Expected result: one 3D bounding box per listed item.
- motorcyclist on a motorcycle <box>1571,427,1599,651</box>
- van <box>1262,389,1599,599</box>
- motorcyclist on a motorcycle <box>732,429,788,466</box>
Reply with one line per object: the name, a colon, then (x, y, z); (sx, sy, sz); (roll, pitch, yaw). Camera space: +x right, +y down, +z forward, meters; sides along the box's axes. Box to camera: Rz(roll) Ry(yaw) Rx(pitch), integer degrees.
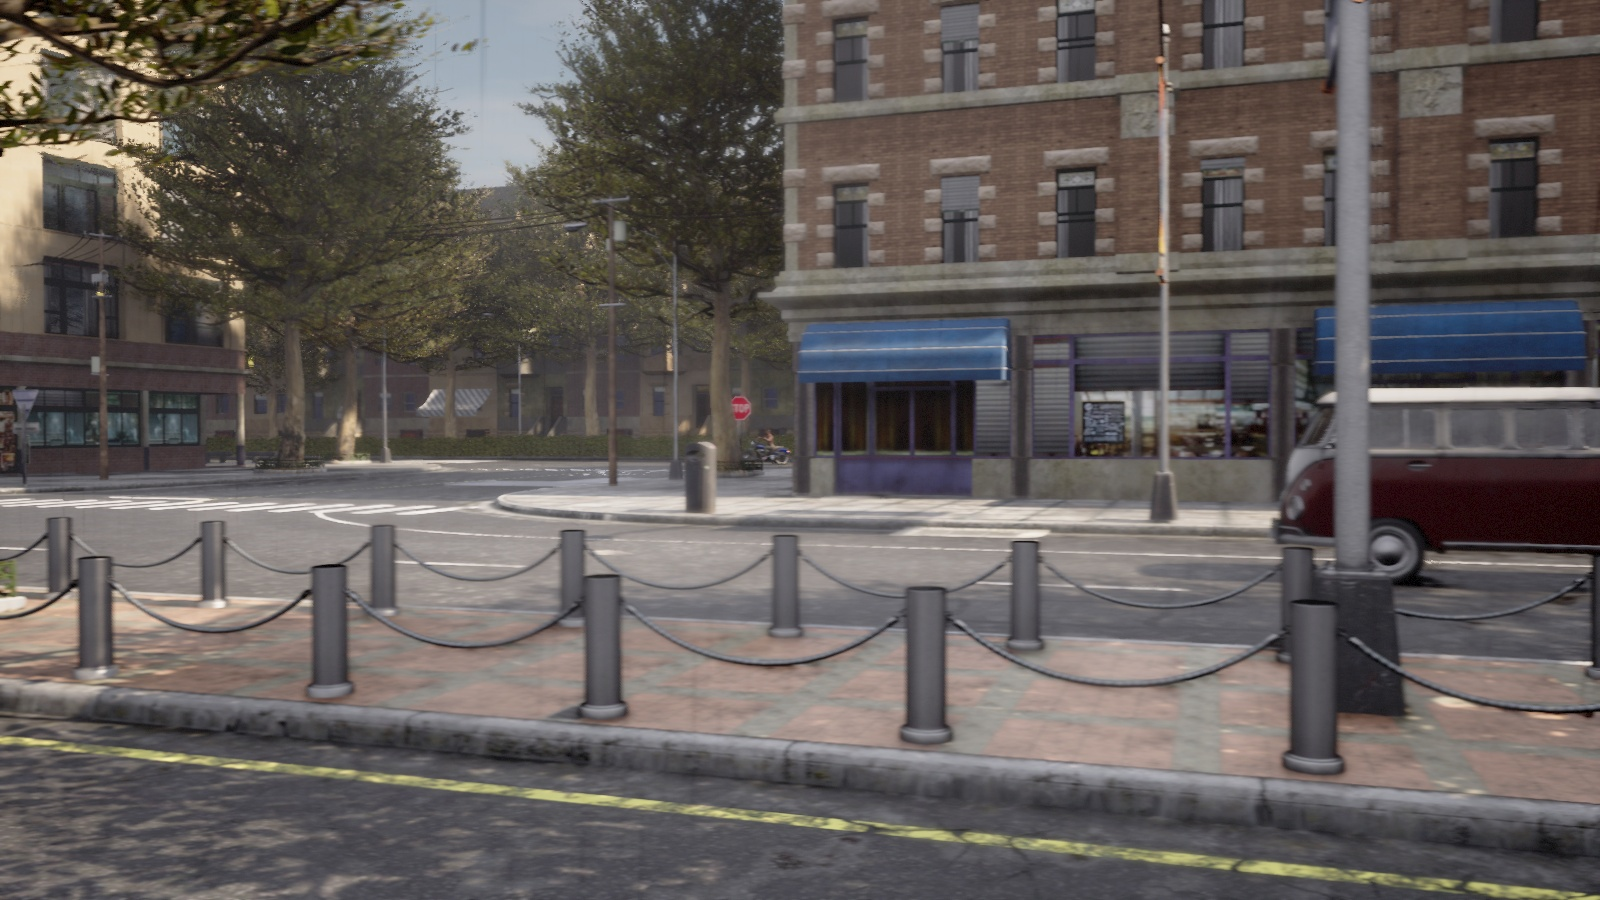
motorcyclist on a motorcycle: (7.125, 0.656, 9.235); (2.350, 1.649, 0.766); (0, 1, 19)
van: (7.154, 0.399, 12.915); (4.442, 1.987, 1.775); (1, 1, 19)
motorcyclist on a motorcycle: (-1.758, -0.122, 55.695); (2.350, 1.649, 0.766); (0, 2, -20)
